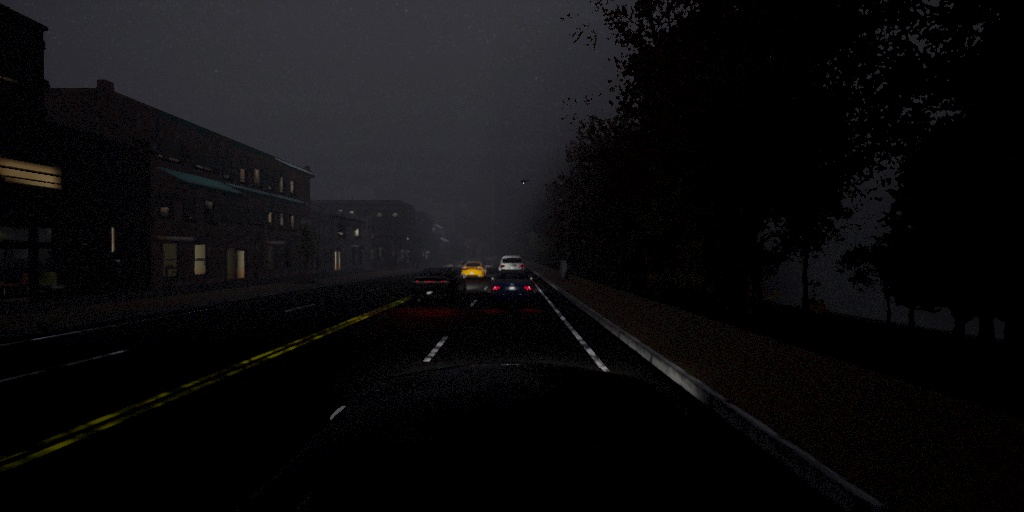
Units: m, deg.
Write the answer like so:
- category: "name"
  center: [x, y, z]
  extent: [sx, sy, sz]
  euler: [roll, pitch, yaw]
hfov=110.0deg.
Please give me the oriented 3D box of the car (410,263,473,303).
- category: "car"
  center: [-3.249, 1.239, 16.501]
  extent: [2.128, 1.511, 4.902]
  euler: [0, 0, 0]

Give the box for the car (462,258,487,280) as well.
- category: "car"
  center: [-3.250, 1.227, 31.502]
  extent: [1.882, 1.535, 5.008]
  euler: [0, 0, 0]

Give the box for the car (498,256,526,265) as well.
- category: "car"
  center: [0.000, 1.000, 31.531]
  extent: [2.150, 2.045, 5.566]
  euler: [0, 0, 0]

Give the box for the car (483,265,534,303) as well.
- category: "car"
  center: [0.000, 1.307, 16.501]
  extent: [2.033, 1.411, 5.357]
  euler: [0, 0, 0]
